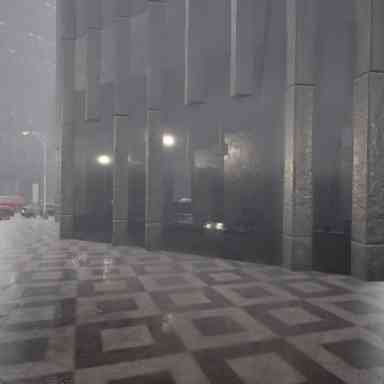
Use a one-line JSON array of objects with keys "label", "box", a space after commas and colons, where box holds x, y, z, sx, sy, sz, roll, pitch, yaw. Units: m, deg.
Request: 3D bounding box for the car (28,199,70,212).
[{"label": "car", "box": [-17.488, 1.633, 40.865, 1.947, 1.339, 4.313, 1, 0, 35]}]

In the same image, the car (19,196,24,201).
[{"label": "car", "box": [-20.757, 1.353, 36.267, 2.192, 1.841, 5.009, 1, 0, 35]}]

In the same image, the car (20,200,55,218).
[{"label": "car", "box": [-13.821, 1.742, 31.318, 1.947, 1.339, 4.313, 1, 0, 35]}]

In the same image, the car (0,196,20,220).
[{"label": "car", "box": [-17.090, 1.463, 26.719, 2.192, 1.841, 5.009, 1, 0, 35]}]
